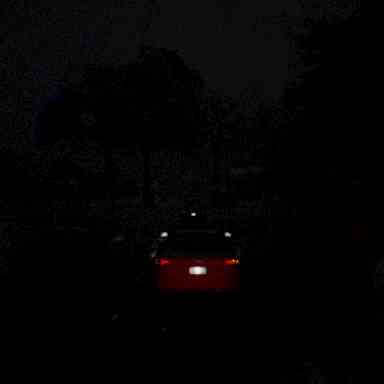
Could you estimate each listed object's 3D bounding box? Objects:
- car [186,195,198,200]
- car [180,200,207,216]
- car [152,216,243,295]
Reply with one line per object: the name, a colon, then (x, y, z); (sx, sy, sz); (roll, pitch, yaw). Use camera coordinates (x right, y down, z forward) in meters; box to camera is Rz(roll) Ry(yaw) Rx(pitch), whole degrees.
car: (0.005, 1.748, 63.648); (1.837, 1.490, 4.892); (0, -1, 0)
car: (0.102, 1.557, 25.535); (1.994, 1.385, 4.181); (0, 0, 0)
car: (0.113, 1.548, 8.663); (1.994, 1.385, 4.181); (0, 0, 0)
